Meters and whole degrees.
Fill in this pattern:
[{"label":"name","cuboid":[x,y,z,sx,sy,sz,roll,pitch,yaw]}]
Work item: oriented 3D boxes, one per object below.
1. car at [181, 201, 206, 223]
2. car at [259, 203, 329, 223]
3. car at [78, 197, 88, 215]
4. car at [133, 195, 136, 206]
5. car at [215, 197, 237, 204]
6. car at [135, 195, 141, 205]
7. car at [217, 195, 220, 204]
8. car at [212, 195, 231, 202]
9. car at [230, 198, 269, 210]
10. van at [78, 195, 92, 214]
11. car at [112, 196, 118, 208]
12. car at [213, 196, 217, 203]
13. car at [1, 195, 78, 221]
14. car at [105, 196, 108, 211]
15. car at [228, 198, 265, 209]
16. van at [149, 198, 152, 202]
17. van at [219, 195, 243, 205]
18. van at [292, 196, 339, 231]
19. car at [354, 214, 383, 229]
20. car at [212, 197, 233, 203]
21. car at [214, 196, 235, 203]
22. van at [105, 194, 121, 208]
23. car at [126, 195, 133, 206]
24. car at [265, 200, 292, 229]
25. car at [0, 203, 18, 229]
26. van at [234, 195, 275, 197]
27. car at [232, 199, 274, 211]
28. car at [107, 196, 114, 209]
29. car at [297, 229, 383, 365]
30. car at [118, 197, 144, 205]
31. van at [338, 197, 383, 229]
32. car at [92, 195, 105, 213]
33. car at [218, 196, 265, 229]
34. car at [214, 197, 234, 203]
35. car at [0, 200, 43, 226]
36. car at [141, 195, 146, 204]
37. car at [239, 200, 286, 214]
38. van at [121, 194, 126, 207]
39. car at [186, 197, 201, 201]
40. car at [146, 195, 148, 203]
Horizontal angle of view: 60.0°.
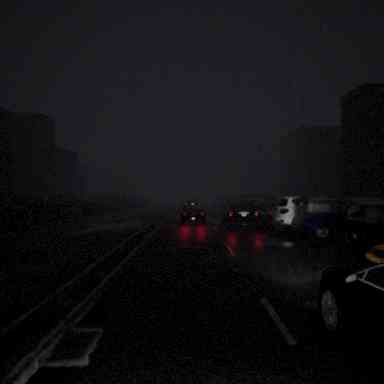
[{"label":"car","cuboid":[0.091,1.645,26.311,1.895,1.301,4.718,0,0,0]},{"label":"car","cuboid":[7.634,1.560,25.191,4.674,1.452,2.002,0,0,0]},{"label":"car","cuboid":[-12.382,1.515,29.447,5.366,1.575,1.946,0,0,0]},{"label":"car","cuboid":[-12.551,1.736,57.171,4.674,1.452,2.002,0,0,0]},{"label":"car","cuboid":[7.622,1.851,74.817,4.892,1.521,2.231,0,0,0]},{"label":"car","cuboid":[-12.525,1.468,59.892,5.566,2.045,2.435,0,-1,0]},{"label":"car","cuboid":[7.626,1.730,61.032,5.008,1.535,2.097,0,0,0]},{"label":"car","cuboid":[7.581,1.792,85.856,4.553,1.767,2.185,0,0,0]},{"label":"car","cuboid":[7.619,1.612,44.489,4.892,1.521,2.231,0,0,0]},{"label":"van","cuboid":[-12.450,1.305,32.227,4.442,1.987,1.878,0,0,0]},{"label":"car","cuboid":[-12.558,1.632,43.216,4.674,1.452,2.002,0,0,0]},{"label":"car","cuboid":[7.433,1.775,66.546,5.366,1.575,1.946,0,0,0]},{"label":"car","cuboid":[-12.540,1.254,26.670,5.566,2.045,2.435,0,0,0]},{"label":"car","cuboid":[-12.557,1.560,37.784,4.892,1.521,2.231,0,0,0]},{"label":"car","cuboid":[7.618,1.629,47.246,4.892,1.521,2.231,0,0,0]},{"label":"van","cuboid":[-12.428,1.668,79.348,4.442,1.987,1.878,0,0,0]},{"label":"van","cuboid":[7.502,1.528,63.791,4.442,1.987,1.878,0,0,0]},{"label":"van","cuboid":[7.751,1.273,16.919,4.442,1.987,1.878,0,0,0]},{"label":"car","cuboid":[7.452,1.483,8.647,5.366,1.575,1.946,0,0,0]},{"label":"car","cuboid":[7.618,1.904,83.093,5.008,1.535,2.097,0,0,0]},{"label":"car","cuboid":[7.584,1.744,77.580,4.553,1.767,2.185,0,0,0]},{"label":"van","cuboid":[-12.677,1.385,46.123,4.442,1.987,1.878,0,0,0]},{"label":"car","cuboid":[-12.585,1.400,51.680,5.566,2.045,2.435,0,0,0]},{"label":"car","cuboid":[7.638,1.511,22.433,5.008,1.535,2.097,0,0,0]},{"label":"car","cuboid":[-12.570,1.518,18.332,4.674,1.452,2.002,0,0,0]},{"label":"van","cuboid":[7.510,1.353,38.853,4.442,1.987,1.878,0,0,0]},{"label":"car","cuboid":[7.620,1.595,41.733,4.892,1.521,2.231,0,0,0]},{"label":"car","cuboid":[-12.532,1.605,40.562,4.792,1.488,2.163,0,0,0]},{"label":"car","cuboid":[3.099,1.493,3.836,2.128,1.511,4.902,0,0,0]},{"label":"car","cuboid":[-12.556,1.798,68.352,4.892,1.521,2.231,0,-1,0]},{"label":"van","cuboid":[7.753,1.262,11.406,4.442,1.987,1.878,0,0,0]},{"label":"car","cuboid":[-12.537,1.292,35.005,5.566,2.045,2.435,0,0,0]},{"label":"car","cuboid":[3.094,1.382,21.924,2.097,1.767,4.553,0,0,0]},{"label":"car","cuboid":[7.611,1.927,80.337,4.674,1.452,2.002,0,0,0]},{"label":"car","cuboid":[-12.565,1.487,21.111,4.892,1.521,2.231,0,0,0]},{"label":"car","cuboid":[-12.580,1.520,65.577,5.566,2.045,2.435,0,-1,0]},{"label":"car","cuboid":[7.625,1.605,36.219,4.674,1.452,2.002,0,0,0]},{"label":"van","cuboid":[-12.442,1.404,48.900,4.442,1.987,1.878,0,0,0]},{"label":"car","cuboid":[0.086,1.467,41.969,2.097,1.767,4.553,0,0,0]},{"label":"car","cuboid":[-12.543,1.821,71.007,5.008,1.535,2.097,0,-1,0]}]
